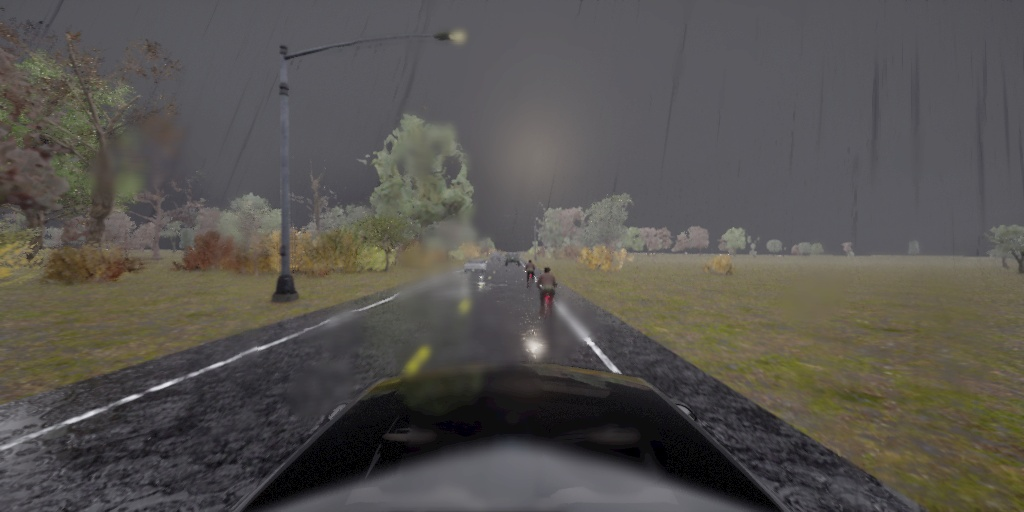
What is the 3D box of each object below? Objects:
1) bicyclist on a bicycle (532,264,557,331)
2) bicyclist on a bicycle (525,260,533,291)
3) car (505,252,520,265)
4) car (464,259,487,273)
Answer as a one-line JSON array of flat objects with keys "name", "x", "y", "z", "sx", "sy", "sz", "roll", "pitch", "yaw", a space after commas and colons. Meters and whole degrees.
[{"name": "bicyclist on a bicycle", "x": 0.961, "y": 1.116, "z": 9.635, "sx": 0.582, "sy": 1.620, "sz": 1.656, "roll": 0, "pitch": 0, "yaw": 0}, {"name": "bicyclist on a bicycle", "x": 0.959, "y": 1.014, "z": 18.793, "sx": 0.582, "sy": 1.620, "sz": 1.656, "roll": 0, "pitch": 0, "yaw": 0}, {"name": "car", "x": 0.084, "y": 0.359, "z": 55.129, "sx": 2.150, "sy": 2.045, "sz": 5.566, "roll": 0, "pitch": 1, "yaw": 0}, {"name": "car", "x": -3.596, "y": 0.969, "z": 35.540, "sx": 1.895, "sy": 1.301, "sz": 4.718, "roll": 0, "pitch": 1, "yaw": 0}]
